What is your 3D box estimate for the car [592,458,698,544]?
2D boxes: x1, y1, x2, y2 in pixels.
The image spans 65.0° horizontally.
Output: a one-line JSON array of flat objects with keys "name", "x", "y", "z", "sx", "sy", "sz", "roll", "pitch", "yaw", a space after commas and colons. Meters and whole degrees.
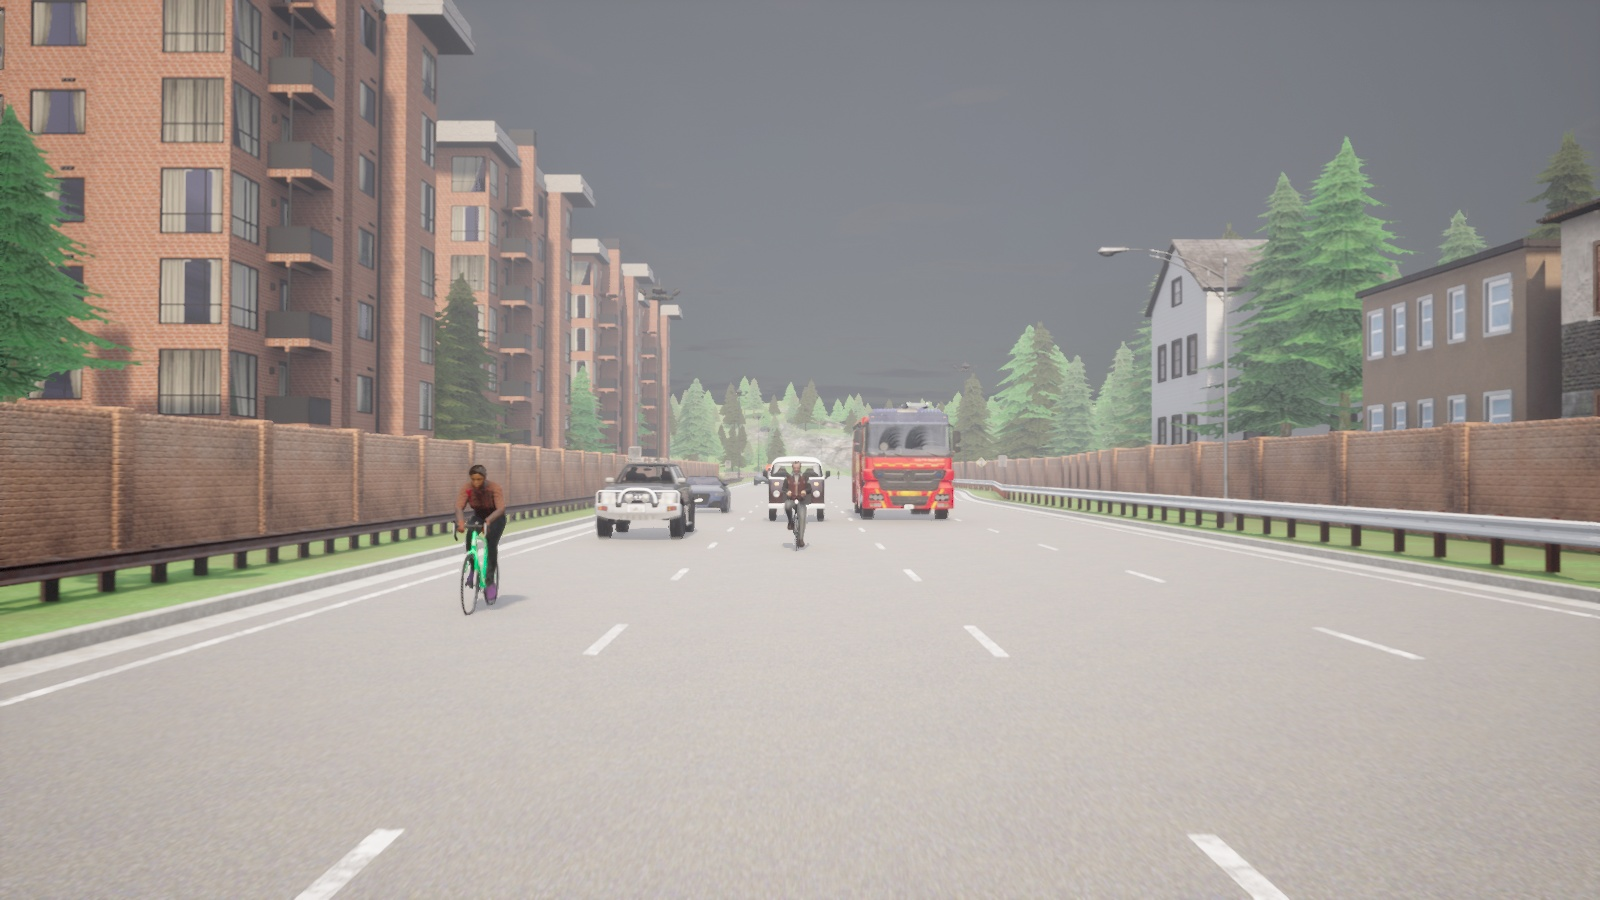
[{"name": "car", "x": -3.572, "y": 1.142, "z": 29.667, "sx": 1.932, "sy": 1.855, "sz": 4.605, "roll": 0, "pitch": -1, "yaw": 0}]

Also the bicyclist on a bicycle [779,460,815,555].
[{"name": "bicyclist on a bicycle", "x": -0.060, "y": 1.095, "z": 24.497, "sx": 0.659, "sy": 1.776, "sz": 1.843, "roll": 0, "pitch": -1, "yaw": 0}]

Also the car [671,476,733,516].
[{"name": "car", "x": -3.613, "y": 1.677, "z": 46.842, "sx": 1.994, "sy": 1.385, "sz": 4.181, "roll": 0, "pitch": -1, "yaw": 0}]

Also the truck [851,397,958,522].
[{"name": "truck", "x": 3.392, "y": 0.354, "z": 42.855, "sx": 2.891, "sy": 3.827, "sz": 8.468, "roll": 0, "pitch": -1, "yaw": 0}]

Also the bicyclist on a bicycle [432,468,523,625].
[{"name": "bicyclist on a bicycle", "x": -3.534, "y": 1.014, "z": 13.876, "sx": 0.582, "sy": 1.620, "sz": 1.656, "roll": 0, "pitch": -1, "yaw": 0}]

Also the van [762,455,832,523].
[{"name": "van", "x": -0.097, "y": 1.203, "z": 39.712, "sx": 2.069, "sy": 2.038, "sz": 4.480, "roll": 0, "pitch": -1, "yaw": 0}]
